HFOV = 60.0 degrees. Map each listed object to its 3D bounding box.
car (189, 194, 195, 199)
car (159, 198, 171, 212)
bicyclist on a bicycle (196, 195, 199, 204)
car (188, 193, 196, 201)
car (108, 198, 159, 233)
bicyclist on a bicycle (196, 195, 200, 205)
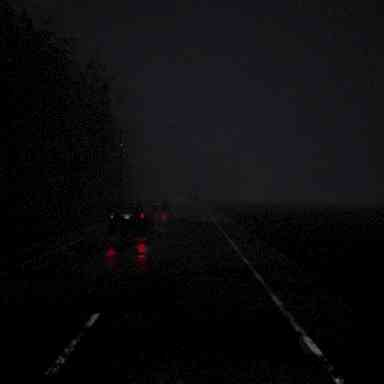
[{"bbox_3d":[0.038,1.305,94.884,1.812,1.442,4.674,0,0,0],"label":"car"},{"bbox_3d":[-3.388,1.464,37.208,2.128,1.511,4.902,0,0,0],"label":"car"},{"bbox_3d":[0.988,1.407,63.916,0.582,1.620,1.656,0,0,0],"label":"bicyclist on a bicycle"},{"bbox_3d":[0.034,1.165,79.276,2.150,2.045,5.566,0,0,0],"label":"car"},{"bbox_3d":[-3.392,1.337,19.490,2.097,1.767,4.553,0,0,0],"label":"car"},{"bbox_3d":[0.986,1.330,55.433,0.659,1.776,1.843,0,0,0],"label":"bicyclist on a bicycle"}]
